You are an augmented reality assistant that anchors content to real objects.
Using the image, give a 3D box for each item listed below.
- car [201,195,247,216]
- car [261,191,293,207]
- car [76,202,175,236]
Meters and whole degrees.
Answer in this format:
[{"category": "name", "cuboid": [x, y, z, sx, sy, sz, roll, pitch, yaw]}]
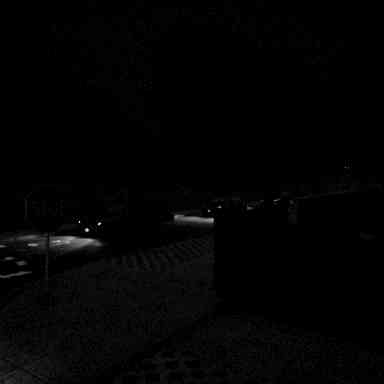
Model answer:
[{"category": "car", "cuboid": [2.532, 0.961, 24.806, 1.812, 1.442, 4.674, 0, 2, 36]}, {"category": "car", "cuboid": [8.522, 0.669, 33.211, 1.837, 1.490, 4.892, 0, 2, 36]}, {"category": "car", "cuboid": [-3.110, 1.231, 16.874, 2.033, 1.411, 5.357, 0, 1, 36]}]
